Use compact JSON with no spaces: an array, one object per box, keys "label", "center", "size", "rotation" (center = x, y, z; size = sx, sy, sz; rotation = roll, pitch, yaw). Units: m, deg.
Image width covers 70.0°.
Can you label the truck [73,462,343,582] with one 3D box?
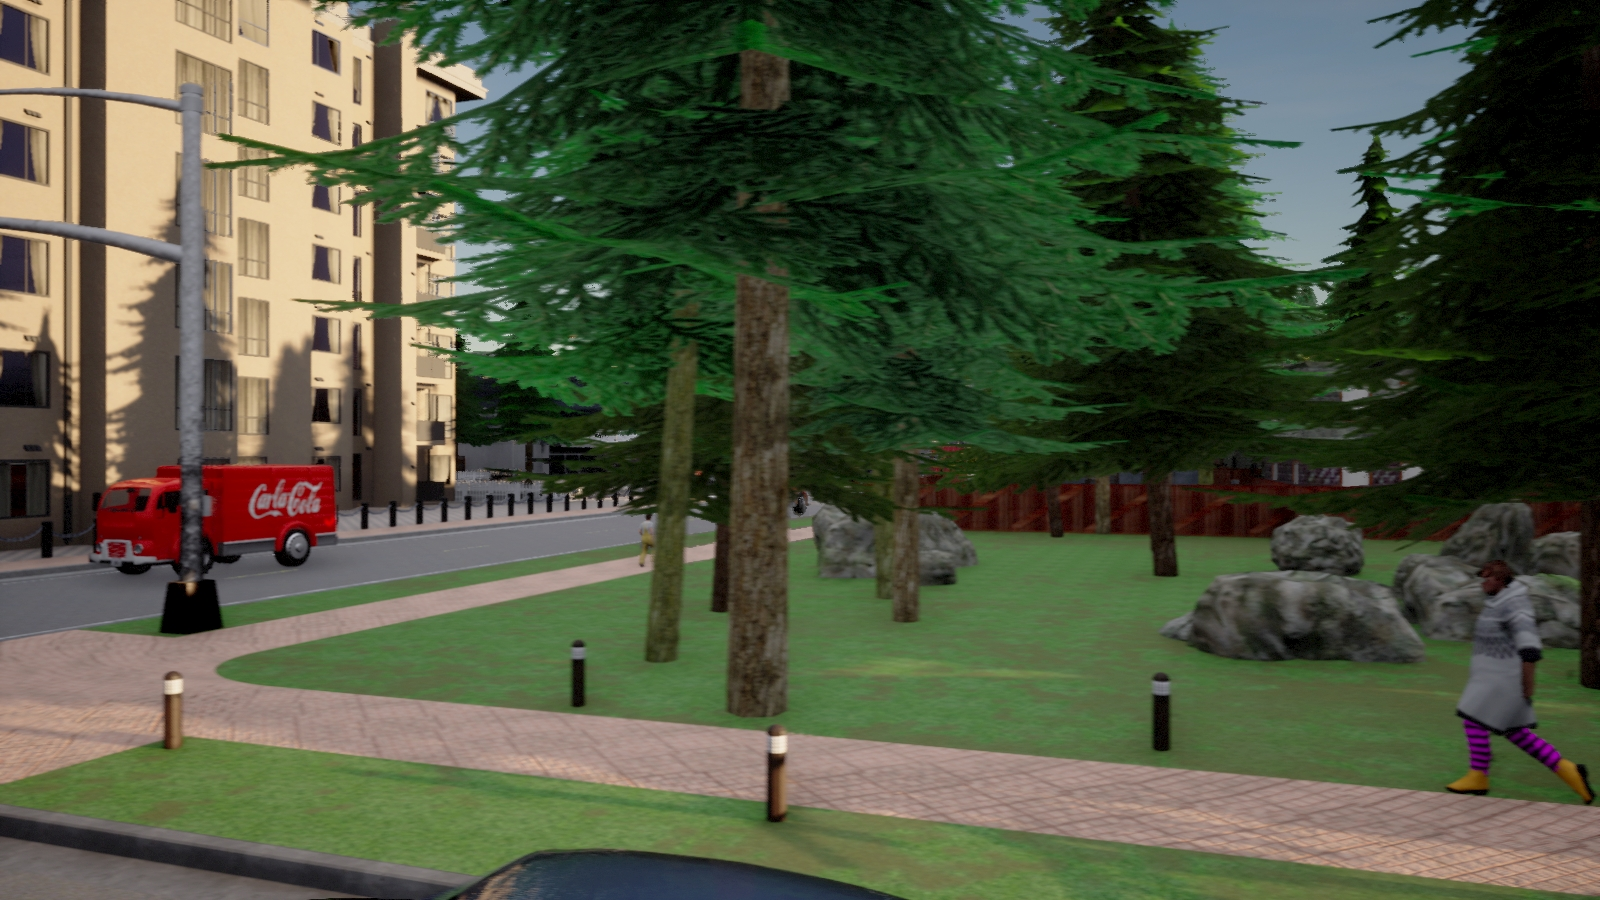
[{"label":"truck","center":[-13.705,1.549,26.908],"size":[2.627,2.467,5.204],"rotation":[0,0,21]}]

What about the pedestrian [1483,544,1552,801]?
[{"label":"pedestrian","center":[5.453,1.664,8.691],"size":[0.375,1.860,0.375],"rotation":[0,0,20]}]

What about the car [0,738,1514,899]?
[{"label":"car","center":[-0.655,2.072,3.548],"size":[5.357,1.411,2.033],"rotation":[0,0,20]}]

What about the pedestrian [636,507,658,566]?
[{"label":"pedestrian","center":[-3.490,1.957,26.015],"size":[0.375,1.300,0.375],"rotation":[0,0,18]}]
